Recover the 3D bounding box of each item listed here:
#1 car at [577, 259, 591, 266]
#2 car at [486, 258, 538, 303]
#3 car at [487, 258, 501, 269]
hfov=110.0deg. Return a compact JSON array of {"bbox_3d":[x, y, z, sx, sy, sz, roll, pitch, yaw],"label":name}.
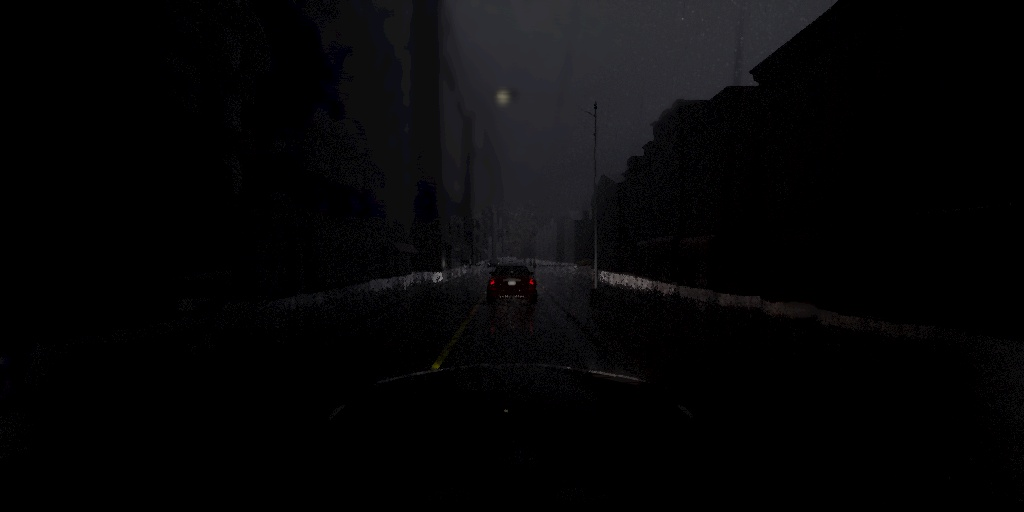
[{"bbox_3d":[13.885,1.180,63.247,4.829,1.417,1.751,0,0,0],"label":"car"},{"bbox_3d":[0.000,1.098,16.468,2.097,1.767,4.553,0,0,0],"label":"car"},{"bbox_3d":[-2.750,1.128,55.498,1.882,1.535,5.008,0,0,0],"label":"car"}]
